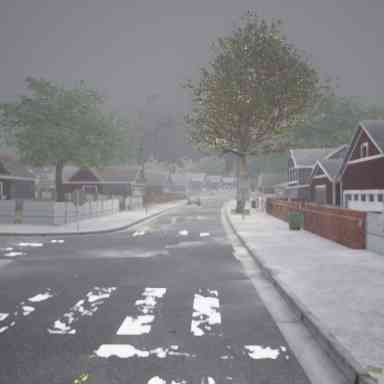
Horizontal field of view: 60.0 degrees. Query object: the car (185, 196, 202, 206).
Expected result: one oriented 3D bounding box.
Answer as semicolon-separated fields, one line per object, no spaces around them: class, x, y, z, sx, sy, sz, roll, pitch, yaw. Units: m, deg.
car;0.336;1.306;48.762;1.812;1.442;4.674;0;1;7
